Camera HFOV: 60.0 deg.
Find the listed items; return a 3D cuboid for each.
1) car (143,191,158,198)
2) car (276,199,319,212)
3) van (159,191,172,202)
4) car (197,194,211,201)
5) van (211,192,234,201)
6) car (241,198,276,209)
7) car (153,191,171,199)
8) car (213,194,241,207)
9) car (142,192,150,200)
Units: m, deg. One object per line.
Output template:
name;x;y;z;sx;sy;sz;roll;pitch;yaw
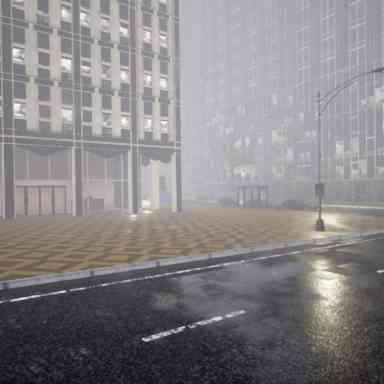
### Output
car;-10.284;0.679;82.867;1.967;1.590;4.097;-1;1;-34
car;11.656;1.418;35.886;1.947;1.339;4.313;-1;1;-34
van;-4.323;0.932;59.383;1.690;1.788;3.998;-1;1;-34
car;2.585;1.036;64.128;1.802;1.307;4.206;-1;1;-34
van;5.802;0.848;59.439;1.690;1.788;3.998;-1;1;-34
car;8.453;1.382;40.583;1.802;1.307;4.206;-1;1;-34
car;-7.067;0.608;78.181;2.192;1.841;5.009;-1;1;-34
car;5.284;1.314;45.301;1.947;1.339;4.313;-1;1;-34
car;-10.758;1.034;68.756;2.008;1.369;4.403;0;1;-34
